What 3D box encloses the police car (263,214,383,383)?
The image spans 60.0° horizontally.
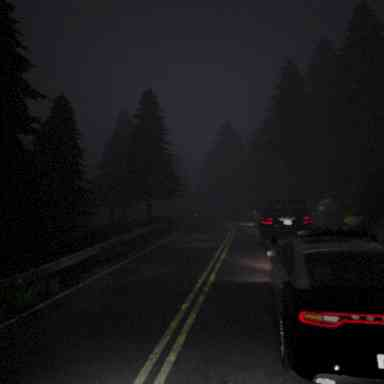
[{"bbox_3d":[2.365,1.426,5.707,1.930,1.638,5.238,-2,-1,11],"label":"police car"}]

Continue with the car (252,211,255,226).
[{"bbox_3d":[5.126,1.635,21.686,1.837,1.490,4.892,-1,-1,4],"label":"car"}]

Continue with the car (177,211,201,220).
[{"bbox_3d":[-0.615,3.167,43.661,1.994,1.385,4.181,2,-8,-31],"label":"car"}]

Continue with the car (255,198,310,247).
[{"bbox_3d":[4.188,1.288,15.502,2.150,2.045,5.566,-2,-1,11],"label":"car"}]
